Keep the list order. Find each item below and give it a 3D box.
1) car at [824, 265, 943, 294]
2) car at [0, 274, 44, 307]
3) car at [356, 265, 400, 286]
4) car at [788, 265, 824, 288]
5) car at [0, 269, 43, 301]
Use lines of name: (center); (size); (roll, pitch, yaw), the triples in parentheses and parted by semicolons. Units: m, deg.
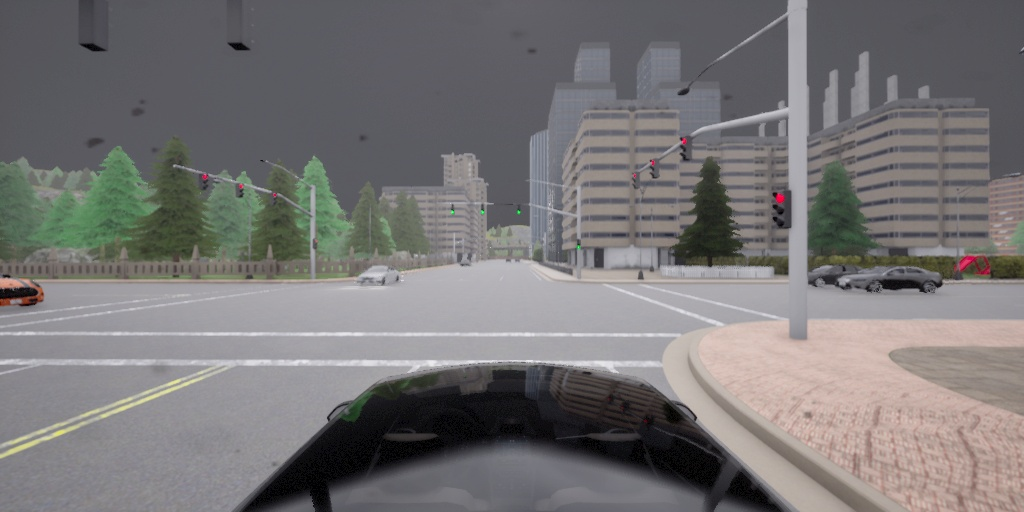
car: (21.137, 1.307, 20.234); (4.902, 1.511, 2.128); (0, 0, 1)
car: (-20.880, 1.144, 13.518); (4.553, 1.767, 2.097); (0, 0, 1)
car: (-9.802, 1.421, 26.711); (1.812, 1.442, 4.674); (0, 0, 1)
car: (21.106, 1.332, 23.734); (4.892, 1.490, 1.837); (0, 0, 1)
car: (-25.712, 1.365, 17.077); (4.181, 1.385, 1.994); (0, 0, 1)
